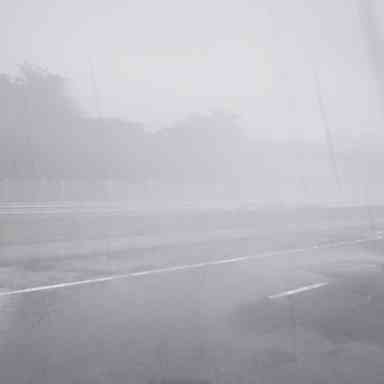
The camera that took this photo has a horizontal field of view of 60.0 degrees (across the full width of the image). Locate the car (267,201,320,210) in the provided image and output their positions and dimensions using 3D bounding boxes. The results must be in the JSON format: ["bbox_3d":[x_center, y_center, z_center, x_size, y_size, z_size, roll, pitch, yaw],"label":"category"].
[{"bbox_3d":[9.027,1.622,27.328,5.357,1.411,2.033,0,0,-34],"label":"car"}]

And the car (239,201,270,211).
[{"bbox_3d":[6.948,1.578,30.137,4.892,1.490,1.837,0,0,-34],"label":"car"}]

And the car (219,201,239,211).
[{"bbox_3d":[5.163,1.617,33.166,5.357,1.411,2.033,0,0,-34],"label":"car"}]
